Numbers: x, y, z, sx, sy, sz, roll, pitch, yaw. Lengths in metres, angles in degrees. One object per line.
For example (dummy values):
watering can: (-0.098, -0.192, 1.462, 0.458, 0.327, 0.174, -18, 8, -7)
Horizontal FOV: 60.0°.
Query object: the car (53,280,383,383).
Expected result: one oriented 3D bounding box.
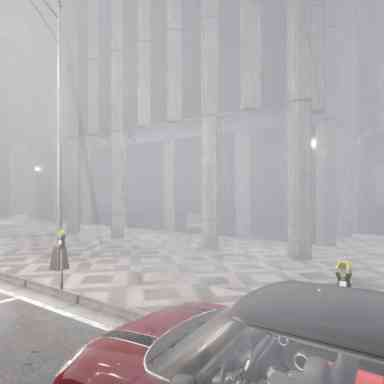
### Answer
car: (0.744, 1.440, 2.436, 4.097, 1.590, 1.967, 0, 0, 35)
